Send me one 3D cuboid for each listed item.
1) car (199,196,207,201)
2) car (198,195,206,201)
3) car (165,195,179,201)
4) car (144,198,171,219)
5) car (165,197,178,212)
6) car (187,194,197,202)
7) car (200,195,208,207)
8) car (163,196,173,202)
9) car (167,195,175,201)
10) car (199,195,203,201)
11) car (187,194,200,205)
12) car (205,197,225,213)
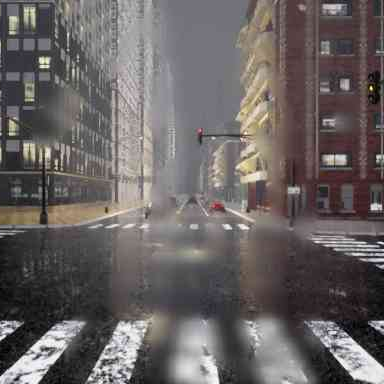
[{"bbox_3d":[2.716,1.626,84.017,1.802,1.307,4.206,0,0,0],"label":"car"},{"bbox_3d":[2.718,1.491,89.666,1.967,1.590,4.097,0,0,0],"label":"car"},{"bbox_3d":[-3.038,1.521,49.912,1.837,1.490,4.892,0,0,0],"label":"car"},{"bbox_3d":[-3.109,1.553,29.478,2.033,1.411,5.357,0,0,-4],"label":"car"},{"bbox_3d":[-3.070,1.574,39.497,1.994,1.385,4.181,0,0,1],"label":"car"},{"bbox_3d":[0.023,1.218,69.781,2.097,1.767,4.553,0,0,0],"label":"car"},{"bbox_3d":[2.707,1.567,50.126,2.008,1.369,4.403,0,0,0],"label":"car"},{"bbox_3d":[-5.665,1.589,78.371,2.008,1.369,4.403,0,0,0],"label":"car"},{"bbox_3d":[-5.662,1.595,89.669,1.887,1.381,4.507,0,0,0],"label":"car"},{"bbox_3d":[2.709,1.571,55.774,2.008,1.369,4.403,0,0,0],"label":"car"},{"bbox_3d":[0.019,1.548,59.808,1.812,1.442,4.674,0,0,0],"label":"car"},{"bbox_3d":[2.754,1.591,37.209,1.802,1.307,4.206,0,0,0],"label":"car"}]
